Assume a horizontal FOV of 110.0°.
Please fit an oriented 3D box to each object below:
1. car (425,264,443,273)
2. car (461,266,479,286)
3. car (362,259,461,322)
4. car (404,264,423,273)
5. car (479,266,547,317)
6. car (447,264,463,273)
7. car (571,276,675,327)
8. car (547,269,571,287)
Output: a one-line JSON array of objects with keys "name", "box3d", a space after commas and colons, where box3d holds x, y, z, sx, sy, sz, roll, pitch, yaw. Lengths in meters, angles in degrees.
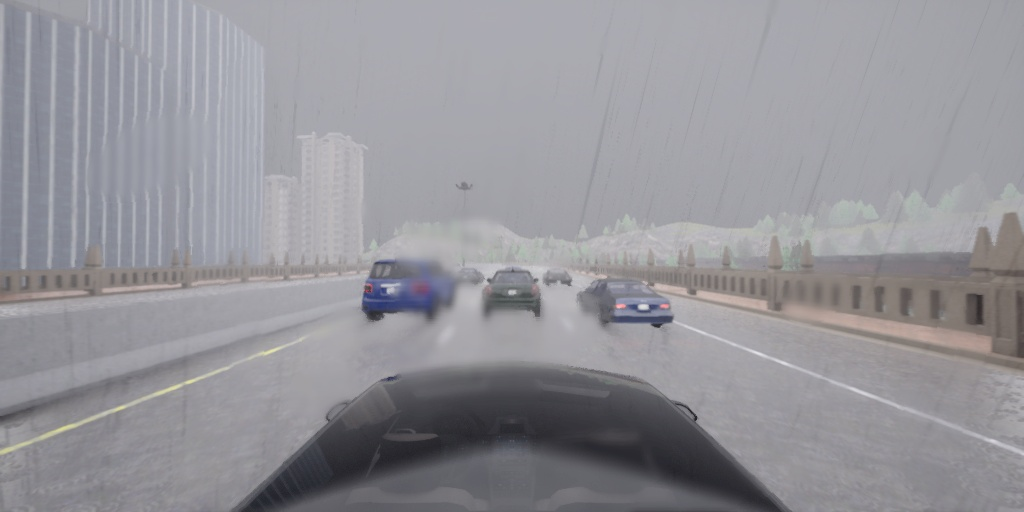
[{"name": "car", "box3d": [-13.194, 2.080, 61.150, 1.837, 1.490, 4.892, 0, -1, 2]}, {"name": "car", "box3d": [-3.408, 1.701, 29.483, 1.994, 1.385, 4.181, 0, -1, 1]}, {"name": "car", "box3d": [-3.465, 1.131, 13.081, 2.150, 2.045, 5.566, 0, -1, 0]}, {"name": "car", "box3d": [-16.692, 2.140, 61.181, 1.994, 1.385, 4.181, 0, -1, 2]}, {"name": "car", "box3d": [0.044, 1.275, 14.174, 2.097, 1.767, 4.553, 0, -1, 0]}, {"name": "car", "box3d": [-9.696, 2.080, 61.131, 1.837, 1.490, 4.892, 0, -1, 2]}, {"name": "car", "box3d": [3.526, 1.442, 12.085, 2.033, 1.411, 5.357, 0, -1, 1]}, {"name": "car", "box3d": [3.573, 1.725, 28.642, 1.895, 1.301, 4.718, 0, -1, 1]}]
